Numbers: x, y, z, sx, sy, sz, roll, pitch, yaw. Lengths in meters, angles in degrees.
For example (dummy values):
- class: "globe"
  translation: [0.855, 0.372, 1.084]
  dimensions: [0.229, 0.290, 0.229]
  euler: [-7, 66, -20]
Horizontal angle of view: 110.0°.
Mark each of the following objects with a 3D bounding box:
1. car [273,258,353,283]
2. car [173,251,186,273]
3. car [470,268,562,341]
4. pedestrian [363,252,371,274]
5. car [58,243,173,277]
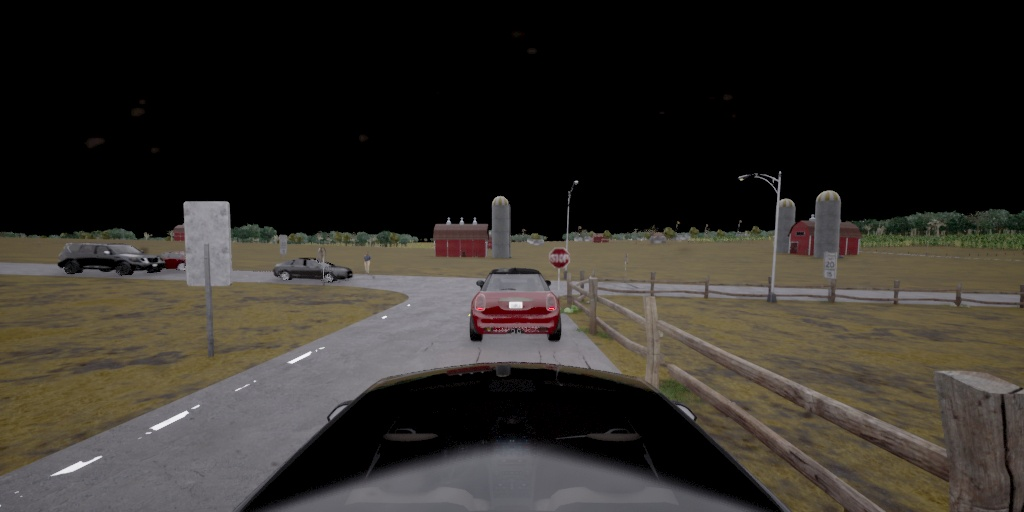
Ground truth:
- class: "car"
  translation: [-13.173, 0.921, 23.917]
  dimensions: [4.892, 1.490, 1.837]
  euler: [2, 2, 1]
- class: "car"
  translation: [-25.281, 0.354, 26.891]
  dimensions: [5.008, 1.535, 1.882]
  euler: [2, 3, 0]
- class: "car"
  translation: [0.056, 1.095, 9.999]
  dimensions: [2.097, 1.767, 4.553]
  euler: [0, 0, -1]
- class: "pedestrian"
  translation: [-12.074, 0.529, 29.864]
  dimensions: [0.375, 1.860, 0.375]
  euler: [0, 1, 0]
- class: "car"
  translation: [-26.617, 0.194, 23.933]
  dimensions: [5.566, 2.045, 2.150]
  euler: [2, 3, 0]
